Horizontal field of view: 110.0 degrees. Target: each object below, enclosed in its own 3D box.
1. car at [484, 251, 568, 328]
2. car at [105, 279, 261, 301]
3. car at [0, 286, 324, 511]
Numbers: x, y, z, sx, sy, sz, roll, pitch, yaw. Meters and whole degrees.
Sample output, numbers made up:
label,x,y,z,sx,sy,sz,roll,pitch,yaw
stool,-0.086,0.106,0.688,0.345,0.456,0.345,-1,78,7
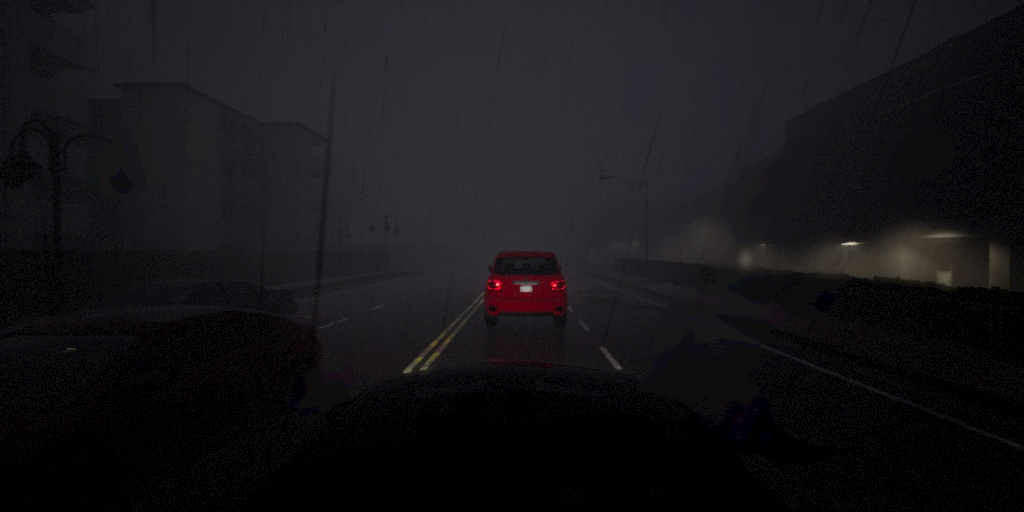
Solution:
label,x,y,z,sx,sy,sz,roll,pitch,yaw
car,0.401,0.868,11.233,2.150,2.045,5.566,0,0,1
car,-6.948,1.220,7.668,2.033,1.411,5.357,0,1,2
car,-3.532,1.253,3.192,1.812,1.442,4.674,0,1,1
